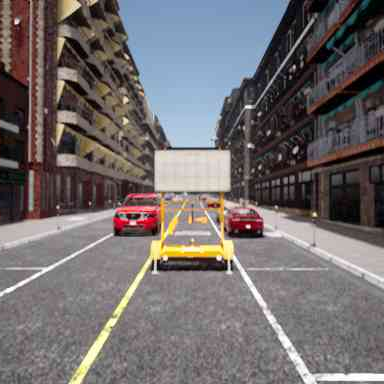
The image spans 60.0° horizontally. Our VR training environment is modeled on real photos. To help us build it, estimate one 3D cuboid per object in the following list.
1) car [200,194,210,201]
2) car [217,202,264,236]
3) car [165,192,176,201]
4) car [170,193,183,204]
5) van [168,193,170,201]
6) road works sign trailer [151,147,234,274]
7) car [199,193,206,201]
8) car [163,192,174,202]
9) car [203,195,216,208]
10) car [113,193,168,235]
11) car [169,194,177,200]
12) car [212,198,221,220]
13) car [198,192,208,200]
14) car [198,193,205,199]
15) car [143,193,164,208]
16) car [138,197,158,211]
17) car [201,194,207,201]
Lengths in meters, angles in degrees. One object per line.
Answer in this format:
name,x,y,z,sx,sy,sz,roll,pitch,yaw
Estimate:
car,2.758,1.190,72.989,1.967,1.590,4.097,1,0,0
car,2.624,1.458,17.682,1.887,1.381,4.507,1,0,0
car,-5.115,1.057,78.597,2.192,1.841,5.009,1,0,0
car,-2.685,1.376,59.098,1.895,1.301,4.718,0,0,1
van,-5.164,1.122,56.474,1.690,1.788,3.998,2,0,0
road works sign trailer,0.013,0.411,10.369,2.380,3.560,2.880,0,0,0
car,2.723,1.314,61.928,1.887,1.381,4.507,1,0,0
car,-5.127,1.065,73.067,2.192,1.841,5.009,1,0,0
car,2.673,1.375,39.804,1.887,1.381,4.507,1,0,0
car,-2.807,1.131,18.574,2.150,2.045,5.566,0,0,0
car,-5.096,1.295,89.660,1.947,1.339,4.313,1,0,0
car,2.637,1.415,23.384,1.752,1.417,4.829,1,0,0
car,2.743,1.050,84.051,2.192,1.841,5.009,1,0,0
car,2.764,1.167,95.114,1.967,1.590,4.097,1,0,0
car,-5.188,1.127,45.416,2.192,1.841,5.009,2,0,0
car,-5.206,1.356,39.715,1.752,1.417,4.829,2,0,0
car,2.685,1.363,45.336,2.008,1.369,4.403,1,0,0
